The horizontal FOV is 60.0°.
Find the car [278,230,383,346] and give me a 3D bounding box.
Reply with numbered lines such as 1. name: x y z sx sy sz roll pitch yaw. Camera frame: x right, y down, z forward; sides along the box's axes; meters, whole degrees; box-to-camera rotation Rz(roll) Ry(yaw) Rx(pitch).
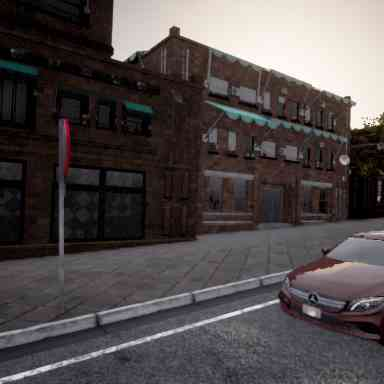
1. car: 3.678 1.513 6.331 4.674 1.442 1.812 0 0 -36
